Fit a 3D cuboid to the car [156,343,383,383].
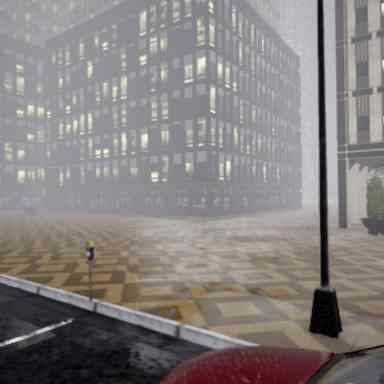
[{"bbox_3d":[1.530,1.579,1.768,4.206,1.307,1.802,-1,-1,36],"label":"car"}]
